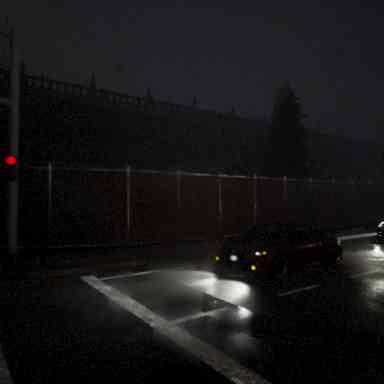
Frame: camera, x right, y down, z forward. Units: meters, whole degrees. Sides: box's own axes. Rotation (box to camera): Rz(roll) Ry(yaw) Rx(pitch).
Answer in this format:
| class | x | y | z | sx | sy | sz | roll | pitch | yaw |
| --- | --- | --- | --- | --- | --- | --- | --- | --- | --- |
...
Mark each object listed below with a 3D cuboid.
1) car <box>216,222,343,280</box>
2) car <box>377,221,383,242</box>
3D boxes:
| class | x | y | z | sx | sy | sz | roll | pitch | yaw |
| --- | --- | --- | --- | --- | --- | --- | --- | --- | --- |
| car | 2.767 | 1.646 | 10.266 | 4.181 | 1.385 | 1.994 | 1 | 0 | -35 |
| car | 10.927 | 1.560 | 16.084 | 4.553 | 1.767 | 2.097 | 1 | 0 | -35 |
